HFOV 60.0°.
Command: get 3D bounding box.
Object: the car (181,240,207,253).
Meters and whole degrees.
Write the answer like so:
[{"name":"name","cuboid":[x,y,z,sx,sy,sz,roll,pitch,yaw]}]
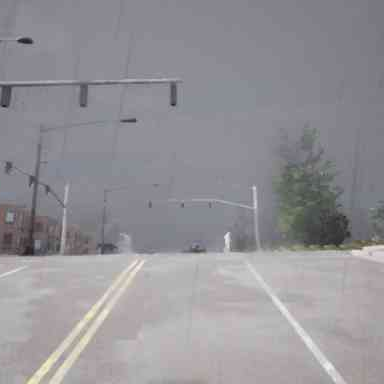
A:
[{"name":"car","cuboid":[0.154,4.418,25.571,2.033,1.411,5.357,-1,-13,0]}]
